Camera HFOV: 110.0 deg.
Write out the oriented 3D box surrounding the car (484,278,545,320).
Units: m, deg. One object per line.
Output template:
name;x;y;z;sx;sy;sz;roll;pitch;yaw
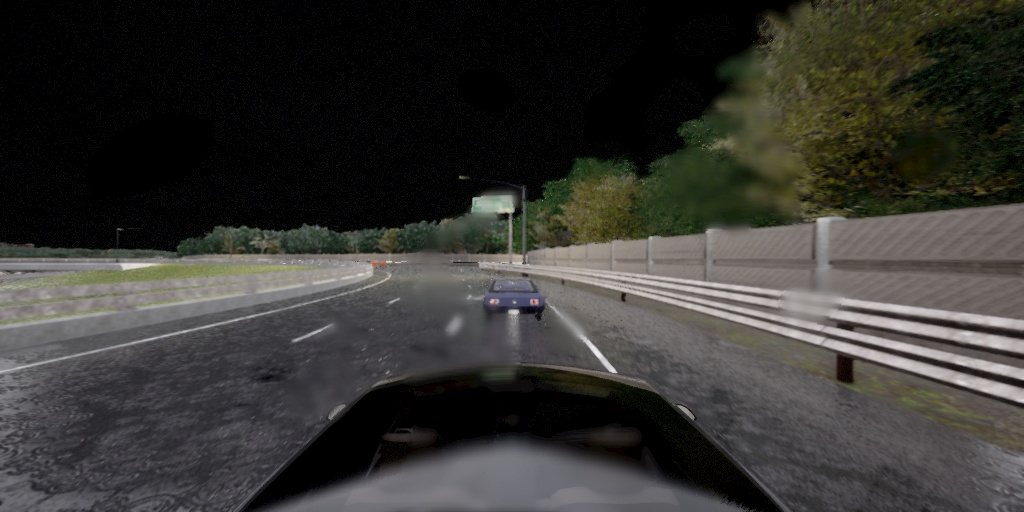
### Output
car;-0.028;1.445;13.118;1.895;1.301;4.718;0;0;-3
